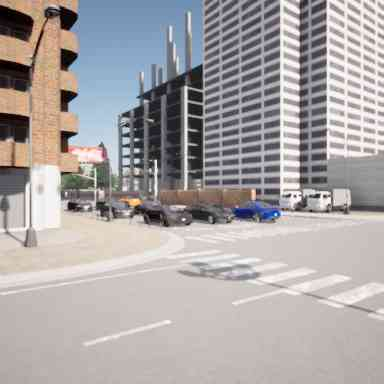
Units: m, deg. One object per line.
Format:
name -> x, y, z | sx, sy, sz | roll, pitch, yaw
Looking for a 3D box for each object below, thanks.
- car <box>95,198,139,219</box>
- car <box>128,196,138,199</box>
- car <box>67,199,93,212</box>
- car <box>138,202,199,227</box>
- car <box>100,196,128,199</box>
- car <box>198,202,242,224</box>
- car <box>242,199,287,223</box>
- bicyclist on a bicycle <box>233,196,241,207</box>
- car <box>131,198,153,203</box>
car -> -6.898, 1.573, 30.284 | 1.812, 1.442, 4.674 | 0, 0, -36
car -> -9.845, 1.393, 52.172 | 2.097, 1.767, 4.553 | 0, 0, -36
car -> -13.023, 1.539, 38.640 | 2.128, 1.511, 4.902 | 0, 0, -36
car -> -1.732, 1.612, 23.224 | 1.994, 1.385, 4.181 | 0, 0, -36
car -> -10.106, 1.397, 40.577 | 2.097, 1.767, 4.553 | 0, 0, -36
car -> 1.174, 1.550, 25.179 | 1.837, 1.490, 4.892 | 0, 0, -36
car -> 4.742, 1.521, 26.594 | 1.882, 1.535, 5.008 | 0, 0, -36
bicyclist on a bicycle -> 5.439, 1.339, 39.613 | 1.656, 1.620, 0.582 | 0, 0, -36
car -> -4.092, 1.609, 32.363 | 1.994, 1.385, 4.181 | 0, 0, -36
